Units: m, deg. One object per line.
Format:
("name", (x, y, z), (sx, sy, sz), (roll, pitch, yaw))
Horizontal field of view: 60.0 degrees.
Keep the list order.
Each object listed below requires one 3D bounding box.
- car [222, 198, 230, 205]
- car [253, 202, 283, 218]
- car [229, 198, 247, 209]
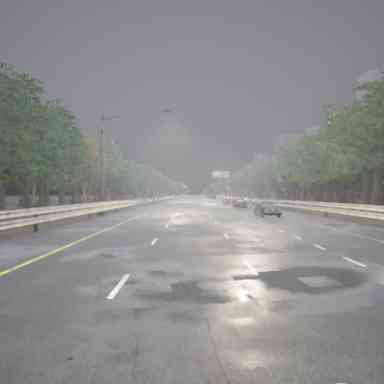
("car", (7.265, 1.951, 68.149), (1.895, 1.301, 4.718), (0, 0, 0))
("car", (7.058, 1.666, 31.416), (2.033, 1.411, 5.357), (0, 0, 0))
("car", (7.147, 1.766, 50.214), (1.812, 1.442, 4.674), (0, 0, 0))
